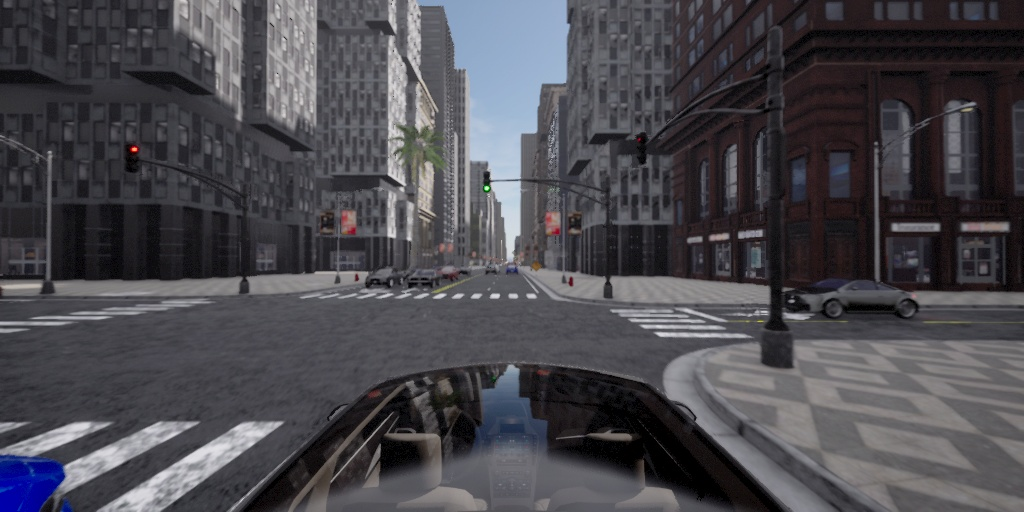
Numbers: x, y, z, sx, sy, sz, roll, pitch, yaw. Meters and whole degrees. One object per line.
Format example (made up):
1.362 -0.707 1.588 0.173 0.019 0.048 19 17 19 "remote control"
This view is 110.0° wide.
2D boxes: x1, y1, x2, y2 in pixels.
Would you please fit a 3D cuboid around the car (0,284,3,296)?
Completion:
-25.070 1.420 15.664 4.207 1.307 1.802 0 0 -1 "car"

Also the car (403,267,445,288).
-6.603 1.719 27.431 1.895 1.301 4.718 0 -1 -2 "car"

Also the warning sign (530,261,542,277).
2.845 1.484 41.750 1.300 1.860 1.060 0 0 0 "warning sign"

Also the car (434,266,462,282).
-6.604 1.751 36.546 1.882 1.535 5.008 0 -1 0 "car"

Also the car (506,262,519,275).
0.039 2.152 56.582 1.882 1.535 5.008 0 -1 1 "car"

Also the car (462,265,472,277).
-6.594 2.108 48.761 1.895 1.301 4.718 0 -1 0 "car"

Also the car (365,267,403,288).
-9.885 1.633 28.038 1.837 1.490 4.892 0 -1 -2 "car"

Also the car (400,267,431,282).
-9.845 1.845 36.950 1.994 1.385 4.181 0 -1 1 "car"

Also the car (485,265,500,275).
-3.256 2.186 56.888 1.837 1.490 4.892 0 -1 0 "car"

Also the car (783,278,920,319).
12.617 1.544 13.647 4.181 1.385 1.994 0 0 0 "car"
